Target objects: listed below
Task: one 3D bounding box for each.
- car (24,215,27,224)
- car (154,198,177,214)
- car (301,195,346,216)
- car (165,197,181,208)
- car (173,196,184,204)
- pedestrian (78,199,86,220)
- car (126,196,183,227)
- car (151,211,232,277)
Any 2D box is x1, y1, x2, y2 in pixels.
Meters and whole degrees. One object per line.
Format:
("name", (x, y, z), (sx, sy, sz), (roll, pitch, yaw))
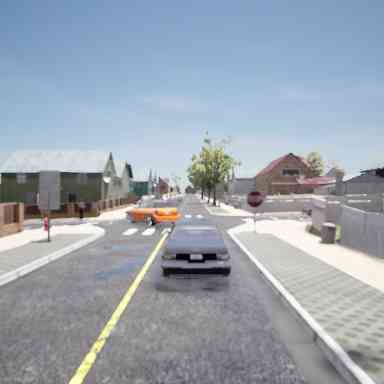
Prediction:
("car", (-14.223, 1.937, 23.255), (4.718, 1.301, 1.895), (-2, -1, 0))
("car", (-2.845, 1.511, 36.664), (2.128, 1.511, 4.902), (0, 0, 0))
("car", (11.084, 1.061, 26.378), (4.553, 1.767, 2.097), (-2, -1, 0))
("car", (-2.833, 1.570, 50.224), (2.033, 1.411, 5.357), (0, 0, 0))
("car", (-2.754, 1.587, 67.610), (1.994, 1.385, 4.181), (0, 0, 0))
("pedestrian", (-9.694, 1.476, 29.151), (0.375, 1.860, 0.375), (0, 0, 0))
("car", (-2.819, 1.375, 23.169), (2.097, 1.767, 4.553), (0, -1, -35))
("car", (0.097, 1.555, 10.241), (2.033, 1.411, 5.357), (0, 0, 0))
